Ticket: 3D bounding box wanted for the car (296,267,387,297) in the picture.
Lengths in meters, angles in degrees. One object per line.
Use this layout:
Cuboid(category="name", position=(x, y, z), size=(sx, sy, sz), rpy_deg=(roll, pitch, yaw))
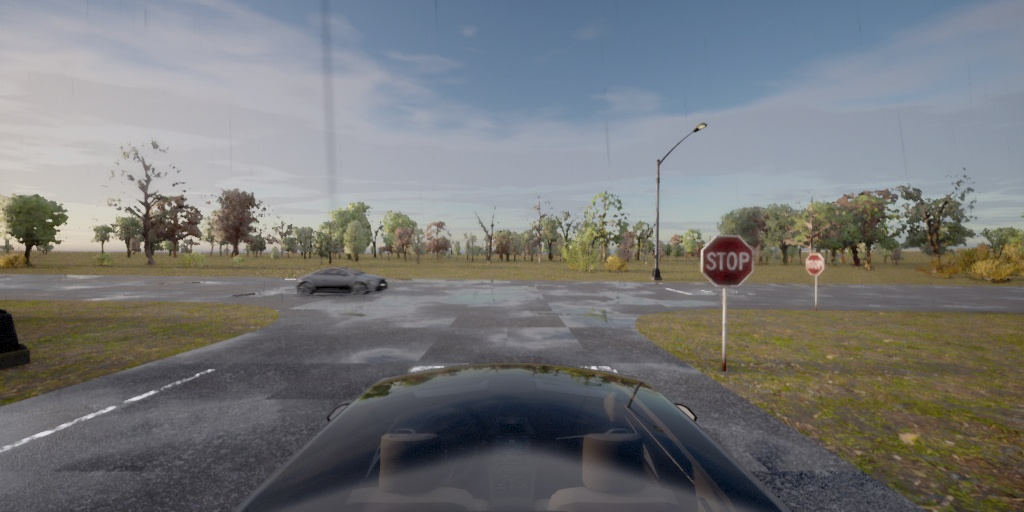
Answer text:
Cuboid(category="car", position=(-8.618, 1.270, 18.357), size=(4.181, 1.385, 1.994), rpy_deg=(1, 1, 0))
